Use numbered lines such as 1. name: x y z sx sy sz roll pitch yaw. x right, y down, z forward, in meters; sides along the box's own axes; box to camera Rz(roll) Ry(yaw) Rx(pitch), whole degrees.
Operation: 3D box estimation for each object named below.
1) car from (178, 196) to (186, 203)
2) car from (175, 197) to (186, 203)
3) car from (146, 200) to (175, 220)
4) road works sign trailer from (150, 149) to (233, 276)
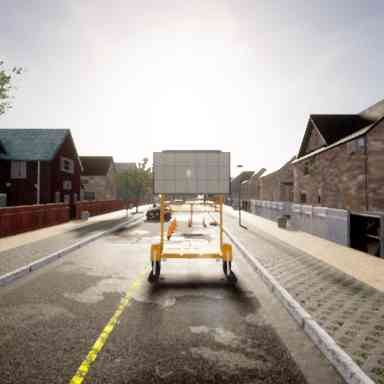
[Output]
1. car: -2.786 2.084 90.466 2.097 1.767 4.553 0 -1 0
2. car: -2.778 1.980 70.284 2.033 1.411 5.357 0 -1 0
3. car: -2.861 1.661 29.309 1.994 1.385 4.181 0 0 0
4. road works sign trailer: -0.007 0.483 10.392 2.380 3.560 2.880 0 0 1
